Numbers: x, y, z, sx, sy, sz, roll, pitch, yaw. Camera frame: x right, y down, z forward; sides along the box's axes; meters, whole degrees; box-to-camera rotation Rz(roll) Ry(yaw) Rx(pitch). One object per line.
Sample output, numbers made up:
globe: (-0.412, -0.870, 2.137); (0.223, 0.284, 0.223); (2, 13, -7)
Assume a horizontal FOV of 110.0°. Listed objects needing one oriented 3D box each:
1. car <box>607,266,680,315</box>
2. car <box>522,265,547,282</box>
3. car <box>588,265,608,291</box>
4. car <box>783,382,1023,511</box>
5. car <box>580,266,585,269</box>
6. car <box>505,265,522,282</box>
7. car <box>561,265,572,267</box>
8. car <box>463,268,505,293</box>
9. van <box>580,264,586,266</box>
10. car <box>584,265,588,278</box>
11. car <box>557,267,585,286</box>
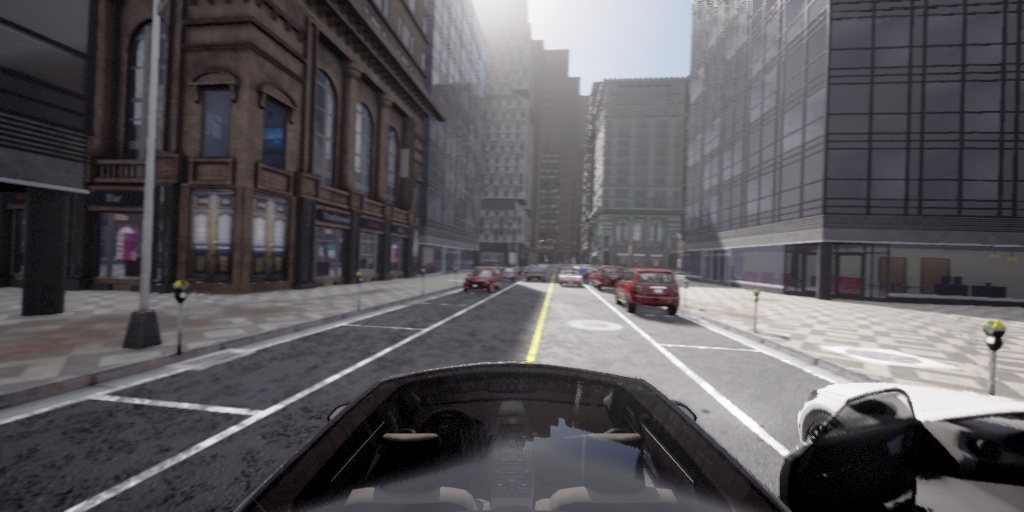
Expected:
car: (5.888, 1.471, 16.116); (2.192, 1.841, 5.009); (0, 0, 7)
car: (2.572, 1.840, 36.458); (2.033, 1.411, 5.357); (2, -1, 8)
car: (7.314, 1.668, 27.322); (2.192, 1.841, 5.009); (0, 0, 7)
car: (3.555, 1.405, 1.590); (1.812, 1.442, 4.674); (2, -1, 7)
car: (9.454, 2.220, 44.131); (1.802, 1.307, 4.207); (0, 0, 7)
car: (-0.424, 1.735, 34.004); (1.802, 1.307, 4.207); (0, 0, 7)
car: (6.479, 1.862, 42.643); (2.097, 1.767, 4.553); (2, -1, 8)
car: (-1.850, 1.505, 22.798); (1.888, 1.381, 4.507); (0, 0, 7)
van: (10.168, 2.071, 49.734); (1.690, 1.789, 3.998); (0, 0, 7)
car: (8.027, 1.889, 32.925); (1.967, 1.591, 4.097); (0, 0, 7)
car: (5.107, 1.928, 31.765); (1.895, 1.301, 4.718); (2, -1, 7)
